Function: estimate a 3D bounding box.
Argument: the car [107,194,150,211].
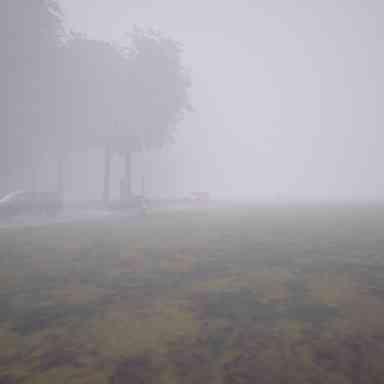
[{"bbox_3d":[-6.228,1.014,33.020,1.837,1.490,4.892,1,2,36],"label":"car"}]

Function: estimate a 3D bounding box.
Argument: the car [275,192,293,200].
[{"bbox_3d":[16.555,0.664,59.650,1.895,1.301,4.718,1,1,36],"label":"car"}]

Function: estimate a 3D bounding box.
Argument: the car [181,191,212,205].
[{"bbox_3d":[0.622,0.674,42.519,2.097,1.767,4.553,1,1,36],"label":"car"}]

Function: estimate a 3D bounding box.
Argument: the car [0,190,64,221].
[{"bbox_3d":[-12.293,0.916,24.552,2.150,2.045,5.566,1,2,34],"label":"car"}]
